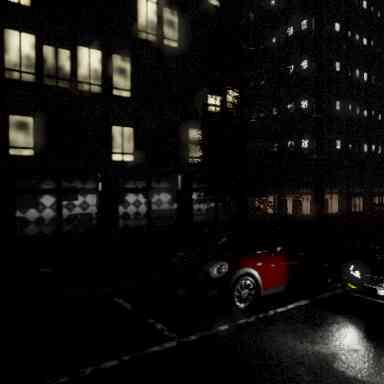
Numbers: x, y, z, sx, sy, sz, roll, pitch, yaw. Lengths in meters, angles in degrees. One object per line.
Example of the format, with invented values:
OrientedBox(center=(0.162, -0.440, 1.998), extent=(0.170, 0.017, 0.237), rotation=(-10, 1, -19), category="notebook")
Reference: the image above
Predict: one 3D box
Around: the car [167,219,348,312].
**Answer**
OrientedBox(center=(1.428, 1.416, 7.589), extent=(4.097, 1.590, 1.967), rotation=(0, 0, -35), category="car")

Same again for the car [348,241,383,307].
OrientedBox(center=(5.267, 1.467, 7.115), extent=(4.892, 1.490, 1.837), rotation=(0, 0, -35), category="car")
